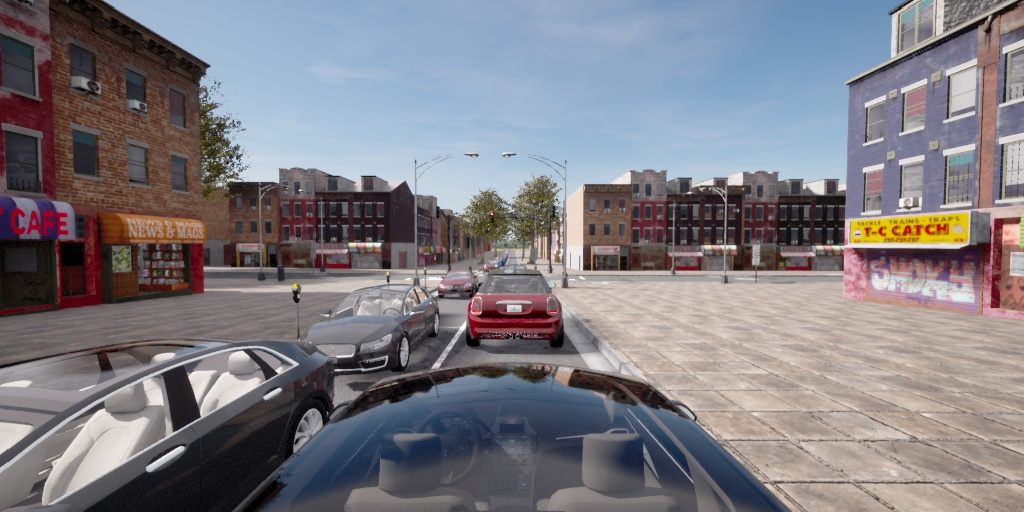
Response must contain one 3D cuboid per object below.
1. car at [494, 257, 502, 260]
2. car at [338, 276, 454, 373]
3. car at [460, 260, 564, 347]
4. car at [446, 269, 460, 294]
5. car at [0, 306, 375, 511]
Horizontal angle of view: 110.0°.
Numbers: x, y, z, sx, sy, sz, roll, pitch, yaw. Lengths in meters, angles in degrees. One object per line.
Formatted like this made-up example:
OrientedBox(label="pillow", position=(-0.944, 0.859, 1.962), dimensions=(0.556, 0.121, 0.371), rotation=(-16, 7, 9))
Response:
OrientedBox(label="car", position=(-2.578, 1.233, 45.116), dimensions=(1.967, 1.591, 4.097), rotation=(0, 0, 0))
OrientedBox(label="car", position=(-2.632, 1.298, 7.446), dimensions=(2.007, 1.370, 4.403), rotation=(0, 0, 0))
OrientedBox(label="car", position=(0.109, 1.099, 9.491), dimensions=(2.097, 1.767, 4.553), rotation=(0, 0, 2))
OrientedBox(label="car", position=(-2.617, 1.332, 18.340), dimensions=(1.802, 1.307, 4.207), rotation=(0, 0, 0))
OrientedBox(label="car", position=(-2.640, 1.300, 1.998), dimensions=(2.007, 1.370, 4.403), rotation=(0, 0, 0))
